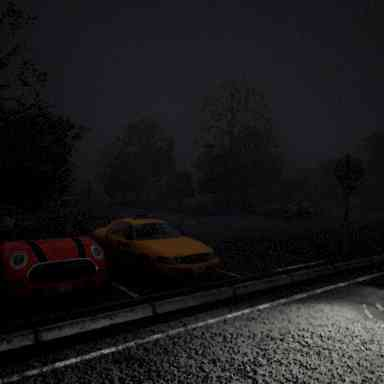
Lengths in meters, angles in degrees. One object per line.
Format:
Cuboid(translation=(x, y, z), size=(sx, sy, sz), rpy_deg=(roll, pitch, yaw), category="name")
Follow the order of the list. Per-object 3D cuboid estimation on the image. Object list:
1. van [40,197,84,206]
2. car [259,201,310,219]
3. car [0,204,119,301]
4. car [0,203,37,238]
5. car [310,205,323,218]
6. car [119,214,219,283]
Cuboid(translation=(-8.083, 1.265, 20.472), size=(1.878, 1.987, 4.442), rpy_deg=(0, 0, -36), category="van")
Cuboid(translation=(8.724, 1.839, 32.710), size=(2.002, 1.452, 4.674), rpy_deg=(2, -1, -36), category="car")
Cuboid(translation=(-3.882, 1.347, 8.557), size=(2.185, 1.767, 4.553), rpy_deg=(0, 0, -36), category="car")
Cuboid(translation=(-10.526, 1.475, 19.081), size=(1.946, 1.575, 5.366), rpy_deg=(0, 0, -36), category="car")
Cuboid(translation=(11.271, 1.741, 34.603), size=(2.185, 1.767, 4.553), rpy_deg=(1, -1, -36), category="car")
Cuboid(translation=(-1.390, 1.483, 10.089), size=(1.946, 1.575, 5.366), rpy_deg=(0, 0, -36), category="car")
